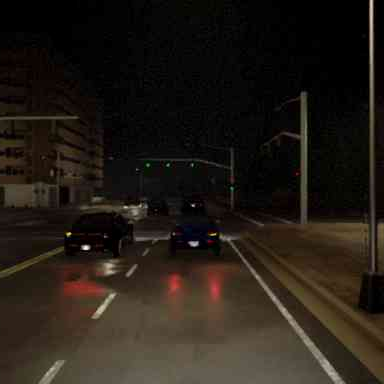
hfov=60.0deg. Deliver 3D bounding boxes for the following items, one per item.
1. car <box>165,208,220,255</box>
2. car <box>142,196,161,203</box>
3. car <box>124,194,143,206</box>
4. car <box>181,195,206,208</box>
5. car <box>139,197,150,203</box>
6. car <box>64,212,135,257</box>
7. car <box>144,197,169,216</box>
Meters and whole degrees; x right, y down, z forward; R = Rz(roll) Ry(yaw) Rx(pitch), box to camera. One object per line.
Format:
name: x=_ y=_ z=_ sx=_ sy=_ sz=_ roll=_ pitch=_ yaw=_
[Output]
car: x=0.168 y=1.569 z=13.446 sx=1.812 sy=1.442 sz=4.674 roll=0 pitch=0 yaw=2
car: x=-7.033 y=1.693 z=58.669 sx=1.837 sy=1.490 sz=4.892 roll=0 pitch=0 yaw=1
car: x=-10.527 y=1.409 z=58.733 sx=2.150 sy=2.045 sz=5.566 roll=0 pitch=0 yaw=1
car: x=0.104 y=1.301 z=31.657 sx=2.150 sy=2.045 sz=5.566 roll=0 pitch=0 yaw=0
car: x=-10.481 y=1.763 z=74.206 sx=1.812 sy=1.442 sz=4.674 roll=0 pitch=0 yaw=0
car: x=-3.474 y=1.547 z=13.106 sx=1.837 sy=1.490 sz=4.892 roll=0 pitch=0 yaw=-1
car: x=-3.394 y=1.566 z=34.106 sx=1.882 sy=1.535 sz=5.008 roll=0 pitch=0 yaw=0
